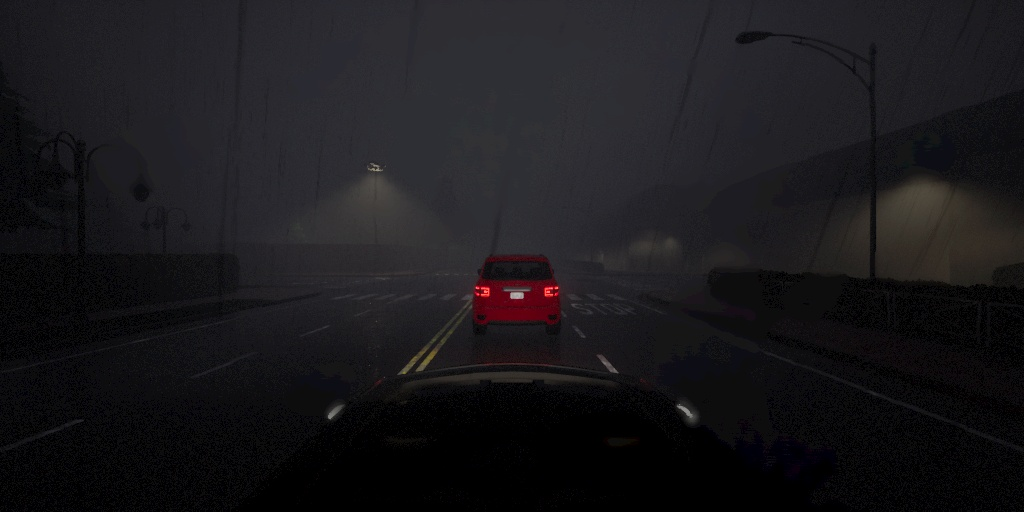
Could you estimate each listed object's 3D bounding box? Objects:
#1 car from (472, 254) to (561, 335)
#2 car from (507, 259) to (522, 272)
[{"bbox_3d":[0.117,0.971,10.625,2.150,2.045,5.566,0,0,0],"label":"car"},{"bbox_3d":[0.348,1.228,46.361,1.882,1.535,5.008,0,0,1],"label":"car"}]
